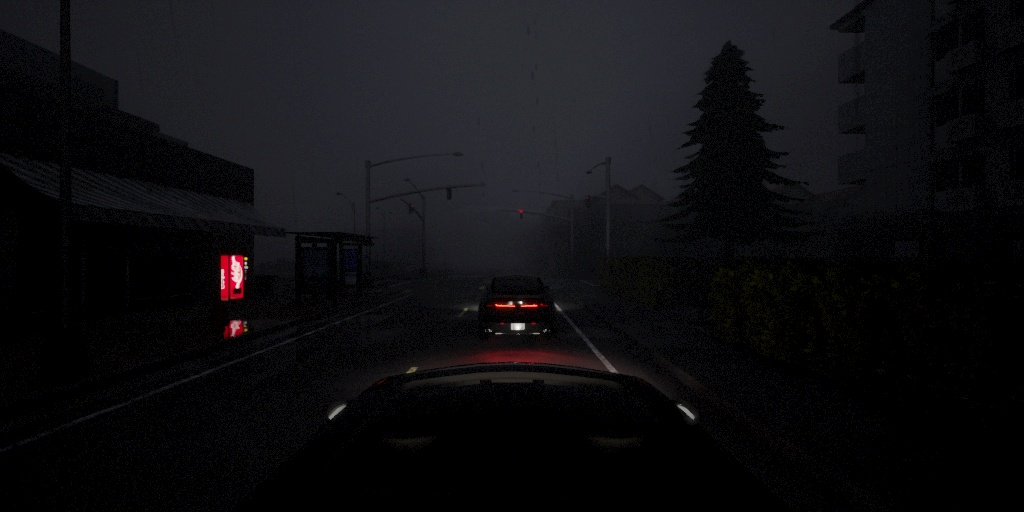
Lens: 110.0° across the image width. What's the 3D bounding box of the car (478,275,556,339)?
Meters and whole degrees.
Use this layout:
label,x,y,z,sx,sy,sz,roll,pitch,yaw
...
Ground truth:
label,x,y,z,sx,sy,sz,roll,pitch,yaw
car,0.118,1.255,10.050,1.837,1.490,4.892,0,0,0
